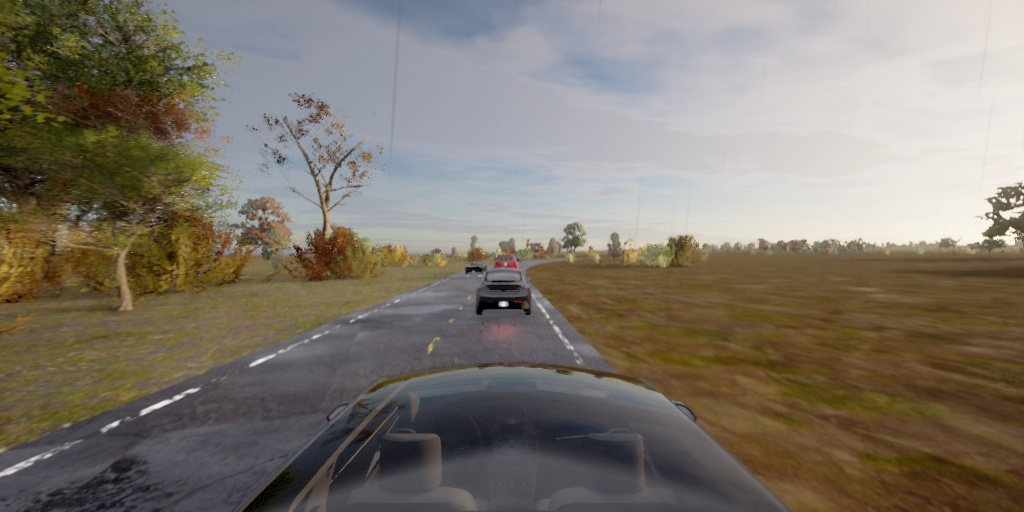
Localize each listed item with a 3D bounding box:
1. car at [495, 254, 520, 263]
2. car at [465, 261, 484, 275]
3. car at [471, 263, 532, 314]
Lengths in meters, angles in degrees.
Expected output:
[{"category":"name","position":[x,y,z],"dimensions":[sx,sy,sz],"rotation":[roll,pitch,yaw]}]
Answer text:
[{"category":"car","position":[-0.524,0.820,35.010],"dimensions":[2.150,2.045,5.566],"rotation":[0,0,1]},{"category":"car","position":[-3.663,1.189,36.858],"dimensions":[1.895,1.301,4.718],"rotation":[0,0,2]},{"category":"car","position":[-0.312,1.203,13.425],"dimensions":[1.837,1.490,4.892],"rotation":[0,1,-1]}]
